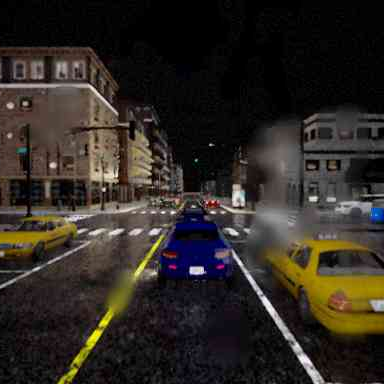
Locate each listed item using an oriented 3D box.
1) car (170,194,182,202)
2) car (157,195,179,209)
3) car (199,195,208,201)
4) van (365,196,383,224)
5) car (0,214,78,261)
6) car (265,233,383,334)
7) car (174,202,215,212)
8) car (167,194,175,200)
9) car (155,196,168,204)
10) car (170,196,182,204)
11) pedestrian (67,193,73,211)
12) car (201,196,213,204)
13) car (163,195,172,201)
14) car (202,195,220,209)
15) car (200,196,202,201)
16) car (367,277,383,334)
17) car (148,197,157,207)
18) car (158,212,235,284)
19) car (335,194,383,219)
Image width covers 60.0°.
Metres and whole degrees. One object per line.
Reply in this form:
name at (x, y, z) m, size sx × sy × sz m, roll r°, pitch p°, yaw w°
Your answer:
car at (-3.072, 1.295, 53.287) m, size 2.097 × 1.767 × 4.553 m, roll 0°, pitch 0°, yaw 0°
car at (-3.093, 1.512, 43.487) m, size 1.994 × 1.385 × 4.181 m, roll 0°, pitch 0°, yaw 0°
car at (2.692, 1.490, 79.042) m, size 2.008 × 1.369 × 4.403 m, roll -1°, pitch 0°, yaw 0°
van at (14.660, 1.374, 23.154) m, size 3.998 × 1.788 × 1.690 m, roll 0°, pitch 0°, yaw 0°
car at (-5.695, 1.507, 12.224) m, size 1.752 × 1.417 × 4.829 m, roll 0°, pitch 0°, yaw 0°
car at (2.686, 1.514, 6.863) m, size 1.752 × 1.417 × 4.829 m, roll 0°, pitch 0°, yaw 0°
car at (0.112, 1.550, 20.696) m, size 1.994 × 1.385 × 4.181 m, roll 1°, pitch 0°, yaw 0°
car at (-5.689, 1.382, 90.422) m, size 1.967 × 1.590 × 4.097 m, roll -1°, pitch 0°, yaw 0°
car at (-5.690, 1.491, 61.940) m, size 2.008 × 1.369 × 4.403 m, roll 0°, pitch 0°, yaw 0°
car at (-2.994, 1.504, 63.286) m, size 1.994 × 1.385 × 4.181 m, roll 0°, pitch 0°, yaw 0°
pedestrian at (-12.627, 1.023, 34.275) m, size 0.375 × 1.860 × 0.375 m, roll 0°, pitch 0°, yaw 0°
car at (2.690, 1.491, 61.952) m, size 2.008 × 1.369 × 4.403 m, roll 0°, pitch 0°, yaw 0°
car at (-5.689, 1.465, 78.860) m, size 1.752 × 1.417 × 4.829 m, roll 0°, pitch 0°, yaw 0°
car at (2.688, 1.387, 44.861) m, size 1.967 × 1.590 × 4.097 m, roll 0°, pitch 0°, yaw 0°
car at (2.690, 1.524, 56.255) m, size 1.802 × 1.307 × 4.206 m, roll 0°, pitch 0°, yaw 0°
car at (2.685, 1.543, 0.995) m, size 1.887 × 1.381 × 4.507 m, roll 0°, pitch 0°, yaw 0°
car at (-5.691, 1.495, 50.547) m, size 2.008 × 1.369 × 4.403 m, roll 0°, pitch 0°, yaw 0°
car at (0.101, 1.511, 9.434) m, size 1.812 × 1.442 × 4.674 m, roll 0°, pitch 0°, yaw 0°
car at (15.487, 1.207, 28.948) m, size 5.566 × 2.045 × 2.150 m, roll 0°, pitch 0°, yaw 0°
